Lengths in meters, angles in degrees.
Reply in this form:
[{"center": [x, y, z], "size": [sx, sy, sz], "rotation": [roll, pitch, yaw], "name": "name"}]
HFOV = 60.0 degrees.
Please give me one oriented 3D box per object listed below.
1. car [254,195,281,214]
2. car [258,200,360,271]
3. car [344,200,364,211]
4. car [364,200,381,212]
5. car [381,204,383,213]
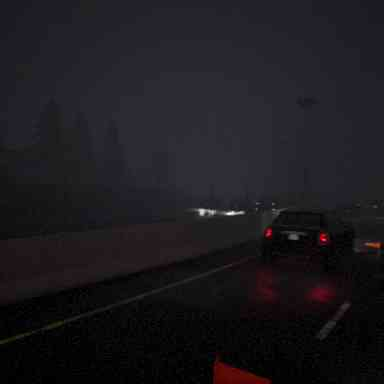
[{"center": [7.760, 1.198, 33.928], "size": [2.097, 1.767, 4.553], "rotation": [1, 0, 20], "name": "car"}, {"center": [4.100, 1.321, 11.265], "size": [2.097, 1.767, 4.553], "rotation": [1, 1, 34], "name": "car"}, {"center": [13.934, 1.452, 29.988], "size": [1.882, 1.535, 5.008], "rotation": [1, 1, 22], "name": "car"}, {"center": [20.301, 1.578, 37.773], "size": [1.994, 1.385, 4.181], "rotation": [1, 1, 17], "name": "car"}, {"center": [15.140, 1.519, 23.958], "size": [1.882, 1.535, 5.008], "rotation": [1, 1, 25], "name": "car"}]
